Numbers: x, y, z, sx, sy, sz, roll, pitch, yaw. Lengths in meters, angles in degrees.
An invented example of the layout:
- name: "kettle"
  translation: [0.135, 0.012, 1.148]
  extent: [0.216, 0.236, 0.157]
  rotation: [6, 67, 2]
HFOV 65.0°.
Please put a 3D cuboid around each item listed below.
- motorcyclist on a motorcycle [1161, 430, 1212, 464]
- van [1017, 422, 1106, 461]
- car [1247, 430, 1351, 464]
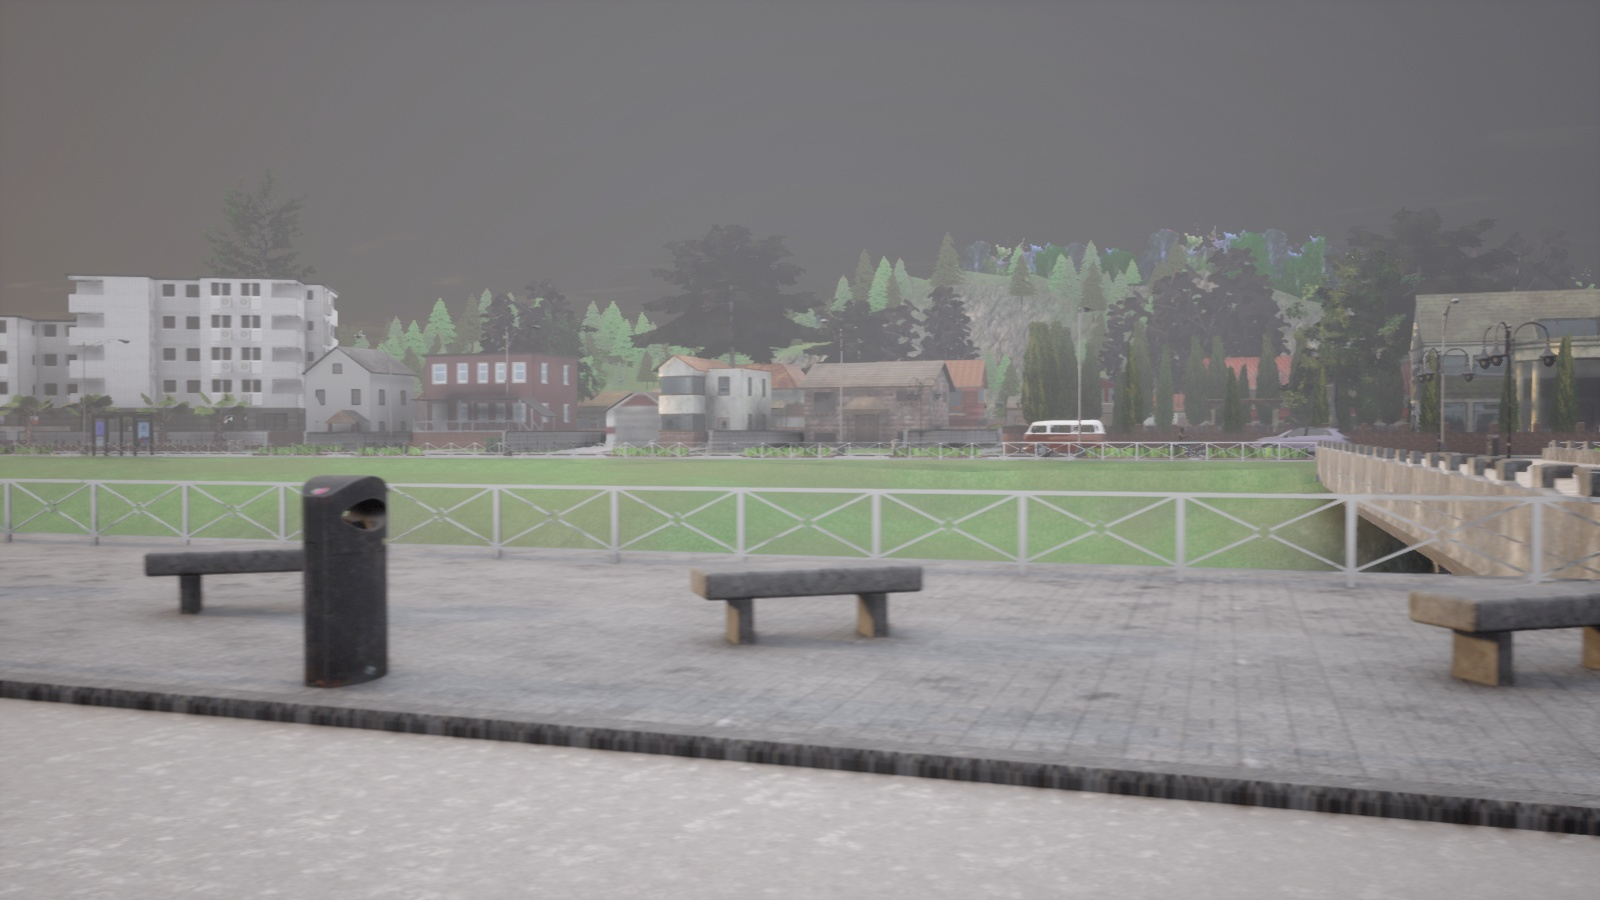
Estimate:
- name: "motorcyclist on a motorcycle"
  translation: [19.188, -0.149, 62.339]
  extent: [2.350, 1.649, 0.766]
  rotation: [1, 1, 19]
- name: "van"
  translation: [14.221, -0.489, 68.228]
  extent: [4.480, 2.038, 2.069]
  rotation: [1, 1, 19]
- name: "car"
  translation: [25.516, -0.179, 64.429]
  extent: [4.856, 1.649, 2.033]
  rotation: [1, 1, 19]
